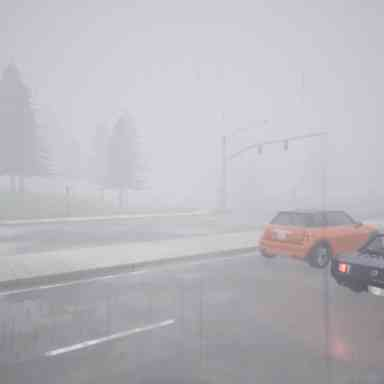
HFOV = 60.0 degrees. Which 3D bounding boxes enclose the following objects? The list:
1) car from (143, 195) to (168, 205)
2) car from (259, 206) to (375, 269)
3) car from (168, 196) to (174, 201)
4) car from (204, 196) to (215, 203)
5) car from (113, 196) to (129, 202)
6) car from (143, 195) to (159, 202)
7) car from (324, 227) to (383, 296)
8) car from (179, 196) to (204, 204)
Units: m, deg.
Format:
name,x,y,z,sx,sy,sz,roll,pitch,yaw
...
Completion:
name,x,y,z,sx,sy,sz,roll,pitch,yaw
car,-6.542,1.484,58.788,1.994,1.385,4.181,0,0,-35
car,4.442,1.325,11.253,4.553,1.767,2.097,0,0,-35
car,-6.353,1.423,76.917,2.033,1.411,5.357,0,0,-35
car,2.553,1.415,64.159,1.812,1.442,4.674,0,0,-34
car,-15.226,1.510,71.283,1.895,1.301,4.718,0,0,-35
car,-9.304,1.448,75.030,1.994,1.385,4.181,0,0,-35
car,5.299,1.576,7.574,4.718,1.301,1.895,0,0,-35
car,-0.399,1.500,62.256,1.895,1.301,4.718,0,0,-34
